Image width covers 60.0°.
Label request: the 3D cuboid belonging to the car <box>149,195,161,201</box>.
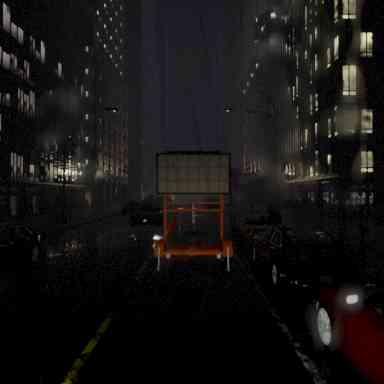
[{"bbox_3d":[-5.489,1.437,43.068,1.967,1.590,4.097,0,0,0],"label":"car"}]

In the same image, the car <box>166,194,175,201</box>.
[{"bbox_3d":[-5.310,1.376,82.796,1.967,1.590,4.097,1,0,0],"label":"car"}]

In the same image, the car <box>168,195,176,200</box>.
[{"bbox_3d":[-5.285,1.448,88.302,1.752,1.417,4.829,1,0,0],"label":"car"}]

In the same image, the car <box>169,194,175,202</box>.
[{"bbox_3d":[-5.360,1.274,71.445,2.192,1.841,5.009,1,0,0],"label":"car"}]

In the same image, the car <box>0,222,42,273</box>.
[{"bbox_3d":[-5.644,1.556,9.012,2.008,1.369,4.403,0,0,0],"label":"car"}]

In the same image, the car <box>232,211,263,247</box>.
[{"bbox_3d":[2.762,1.533,14.813,1.752,1.417,4.829,0,0,0],"label":"car"}]

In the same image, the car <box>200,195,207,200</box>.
[{"bbox_3d":[3.121,1.454,94.090,1.887,1.381,4.507,1,0,0],"label":"car"}]

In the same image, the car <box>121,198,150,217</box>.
[{"bbox_3d":[-5.542,1.549,31.715,1.887,1.381,4.507,0,0,0],"label":"car"}]

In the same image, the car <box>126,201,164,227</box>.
[{"bbox_3d":[-2.901,1.571,22.441,1.994,1.385,4.181,0,0,0],"label":"car"}]

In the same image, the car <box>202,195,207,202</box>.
[{"bbox_3d":[2.941,1.568,54.366,1.802,1.307,4.206,1,0,0],"label":"car"}]

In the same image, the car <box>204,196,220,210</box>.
[{"bbox_3d":[2.890,1.563,43.018,1.947,1.339,4.313,0,0,0],"label":"car"}]

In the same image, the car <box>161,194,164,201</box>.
[{"bbox_3d":[-5.463,1.307,48.743,2.192,1.841,5.009,0,0,0],"label":"car"}]

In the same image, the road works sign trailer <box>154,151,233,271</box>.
[{"bbox_3d":[0.049,0.471,10.891,2.380,3.560,2.880,0,0,0],"label":"road works sign trailer"}]

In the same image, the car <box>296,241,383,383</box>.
[{"bbox_3d":[2.710,1.547,3.293,1.887,1.381,4.507,0,0,0],"label":"car"}]

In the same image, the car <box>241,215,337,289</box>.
[{"bbox_3d":[2.736,1.556,8.967,2.008,1.369,4.403,0,0,0],"label":"car"}]

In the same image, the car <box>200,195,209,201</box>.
[{"bbox_3d":[3.069,1.502,82.740,1.947,1.339,4.313,1,0,0],"label":"car"}]

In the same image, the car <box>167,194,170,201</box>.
[{"bbox_3d":[-5.414,1.560,60.093,1.802,1.307,4.206,1,0,0],"label":"car"}]
